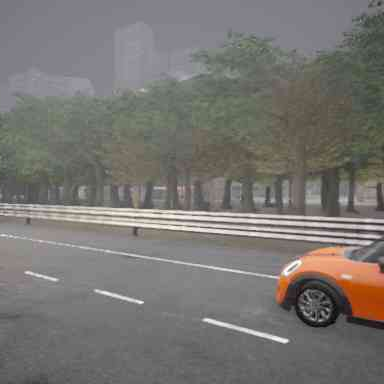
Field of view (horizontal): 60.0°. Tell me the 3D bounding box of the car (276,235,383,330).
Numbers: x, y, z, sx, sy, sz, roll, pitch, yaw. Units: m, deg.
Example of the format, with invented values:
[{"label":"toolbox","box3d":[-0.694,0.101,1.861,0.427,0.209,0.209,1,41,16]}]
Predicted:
[{"label":"car","box3d":[3.761,1.352,5.485,4.553,1.767,2.097,0,0,35]}]
